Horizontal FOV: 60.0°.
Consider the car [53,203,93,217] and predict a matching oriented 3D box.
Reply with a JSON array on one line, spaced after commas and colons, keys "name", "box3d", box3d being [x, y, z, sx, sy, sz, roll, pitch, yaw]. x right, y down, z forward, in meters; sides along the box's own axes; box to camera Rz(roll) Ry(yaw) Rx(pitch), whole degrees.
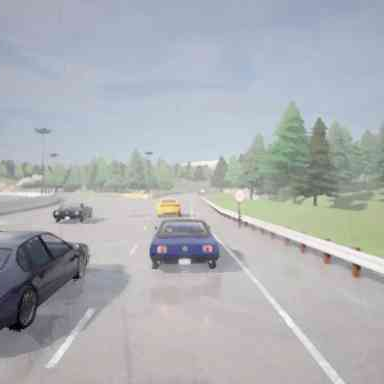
[{"name": "car", "box3d": [-8.526, 1.424, 24.232, 1.895, 1.301, 4.718, 0, 0, -7]}]

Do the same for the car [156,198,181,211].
[{"name": "car", "box3d": [-2.075, 1.257, 28.659, 1.882, 1.535, 5.008, 0, 0, -8]}]

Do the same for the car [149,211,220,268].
[{"name": "car", "box3d": [-0.304, 1.515, 10.928, 1.895, 1.301, 4.718, 0, 0, -3]}]

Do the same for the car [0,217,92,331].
[{"name": "car", "box3d": [-3.596, 1.500, 6.690, 2.033, 1.411, 5.357, 0, 0, -2]}]
